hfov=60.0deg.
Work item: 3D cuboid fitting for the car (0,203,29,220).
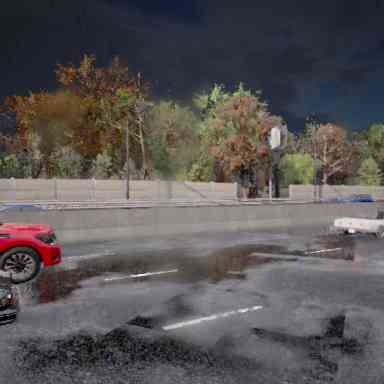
[{"bbox_3d":[-15.920,1.602,26.964,4.718,1.301,1.895,0,0,-30],"label":"car"}]

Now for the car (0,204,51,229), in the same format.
[{"bbox_3d":[-11.466,1.564,21.453,4.181,1.385,1.994,0,0,-30],"label":"car"}]

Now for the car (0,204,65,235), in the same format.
[{"bbox_3d":[-9.797,1.478,18.372,5.008,1.535,1.882,0,0,-30],"label":"car"}]

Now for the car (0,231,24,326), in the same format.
[{"bbox_3d":[-5.381,1.548,4.519,5.357,1.411,2.033,0,0,-30],"label":"car"}]

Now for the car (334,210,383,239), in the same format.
[{"bbox_3d":[9.689,1.600,17.297,4.718,1.301,1.895,0,0,-30],"label":"car"}]

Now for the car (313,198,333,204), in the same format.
[{"bbox_3d":[19.644,1.554,47.569,5.357,1.411,2.033,0,0,-30],"label":"car"}]

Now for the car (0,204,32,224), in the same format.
[{"bbox_3d":[-14.176,1.601,23.930,4.718,1.301,1.895,0,0,-30],"label":"car"}]

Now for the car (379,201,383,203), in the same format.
[{"bbox_3d":[26.127,1.557,43.237,5.357,1.411,2.033,0,0,-30],"label":"car"}]

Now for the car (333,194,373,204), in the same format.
[{"bbox_3d":[22.074,1.228,44.933,5.566,2.045,2.150,0,0,-30],"label":"car"}]

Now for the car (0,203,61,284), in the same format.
[{"bbox_3d":[-6.197,1.219,8.089,5.566,2.045,2.150,0,0,-30],"label":"car"}]
